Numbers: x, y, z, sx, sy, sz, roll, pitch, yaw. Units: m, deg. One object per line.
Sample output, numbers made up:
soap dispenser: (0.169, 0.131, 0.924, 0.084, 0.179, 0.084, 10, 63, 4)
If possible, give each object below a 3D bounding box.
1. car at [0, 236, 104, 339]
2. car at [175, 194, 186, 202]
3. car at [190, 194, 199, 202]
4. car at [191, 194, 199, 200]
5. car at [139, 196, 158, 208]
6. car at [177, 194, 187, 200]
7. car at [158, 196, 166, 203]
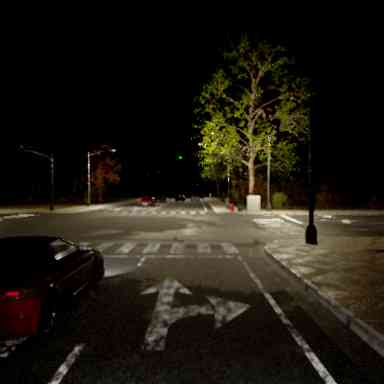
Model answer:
car: (-3.146, 1.553, 6.564, 1.994, 1.385, 4.181, 0, 0, 0)
car: (-2.631, 1.378, 71.727, 2.033, 1.411, 5.357, 0, 0, 1)
car: (0.626, 1.432, 72.083, 1.895, 1.301, 4.718, 0, 0, 1)
car: (0.803, 1.259, 82.086, 1.994, 1.385, 4.181, 0, 0, 1)
car: (-6.385, 1.433, 47.575, 1.812, 1.442, 4.674, 0, 0, 1)
car: (-2.446, 1.231, 82.144, 2.128, 1.511, 4.902, 0, 0, 1)
car: (-6.044, 1.414, 63.095, 2.033, 1.411, 5.357, 0, 0, 1)
